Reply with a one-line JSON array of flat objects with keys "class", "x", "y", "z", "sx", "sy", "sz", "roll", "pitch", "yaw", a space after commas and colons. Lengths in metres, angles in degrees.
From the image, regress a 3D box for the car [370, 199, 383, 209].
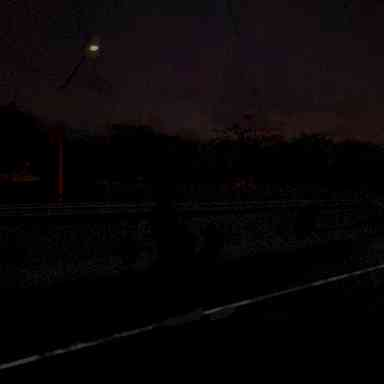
[{"class": "car", "x": 25.041, "y": 1.707, "z": 43.344, "sx": 4.674, "sy": 1.442, "sz": 1.812, "roll": 0, "pitch": 0, "yaw": -35}]
